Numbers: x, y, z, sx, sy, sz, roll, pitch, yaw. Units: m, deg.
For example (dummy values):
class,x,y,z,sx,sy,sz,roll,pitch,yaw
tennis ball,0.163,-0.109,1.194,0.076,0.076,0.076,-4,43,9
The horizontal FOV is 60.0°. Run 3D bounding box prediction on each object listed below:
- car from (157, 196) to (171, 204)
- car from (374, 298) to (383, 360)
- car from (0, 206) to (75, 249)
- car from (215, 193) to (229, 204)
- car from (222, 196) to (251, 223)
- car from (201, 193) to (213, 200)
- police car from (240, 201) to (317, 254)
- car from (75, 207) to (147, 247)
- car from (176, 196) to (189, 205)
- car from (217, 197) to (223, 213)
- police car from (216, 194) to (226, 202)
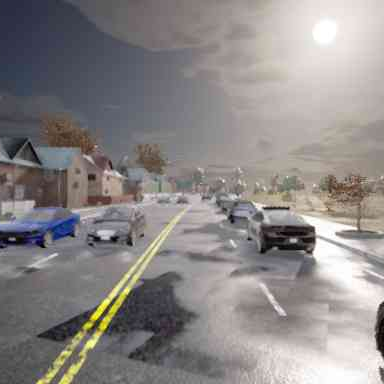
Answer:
class,x,y,z,sx,sy,sz,roll,pitch,yaw
car,-4.743,1.332,56.406,1.812,1.442,4.674,0,0,4
car,3.380,1.346,2.417,2.097,1.767,4.553,0,0,0
car,-6.450,1.422,14.503,1.882,1.535,5.008,0,0,1
car,4.477,1.311,46.181,1.882,1.535,5.008,0,0,3
car,3.600,1.343,24.311,2.033,1.649,4.856,0,0,2
car,3.323,1.019,77.049,2.097,1.767,4.553,0,0,5
police car,3.362,1.377,13.479,1.930,1.638,5.238,0,0,1
car,-3.192,1.436,14.876,2.128,1.511,4.902,0,0,1
car,-1.505,1.352,56.174,2.033,1.411,5.357,0,0,4
car,3.974,1.472,35.279,1.895,1.301,4.718,0,0,2
police car,5.888,1.188,68.134,1.930,1.638,5.238,0,0,4
